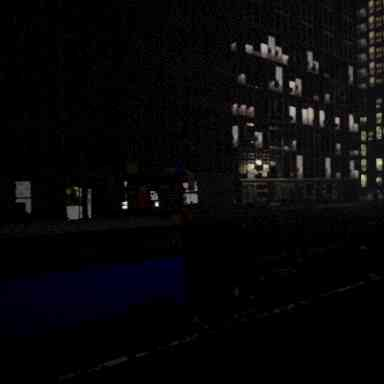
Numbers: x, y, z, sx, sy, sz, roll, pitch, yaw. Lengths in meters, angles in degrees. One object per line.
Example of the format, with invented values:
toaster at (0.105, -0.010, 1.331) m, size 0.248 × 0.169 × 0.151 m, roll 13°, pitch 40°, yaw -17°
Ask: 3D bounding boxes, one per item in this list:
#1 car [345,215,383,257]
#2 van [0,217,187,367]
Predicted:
car at (7.156, 1.471, 11.681) m, size 4.507 × 1.381 × 1.887 m, roll 0°, pitch -1°, yaw -35°
van at (-2.005, 1.334, 5.149) m, size 3.998 × 1.788 × 1.690 m, roll 0°, pitch -1°, yaw -35°
